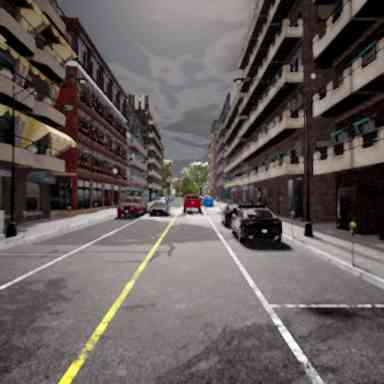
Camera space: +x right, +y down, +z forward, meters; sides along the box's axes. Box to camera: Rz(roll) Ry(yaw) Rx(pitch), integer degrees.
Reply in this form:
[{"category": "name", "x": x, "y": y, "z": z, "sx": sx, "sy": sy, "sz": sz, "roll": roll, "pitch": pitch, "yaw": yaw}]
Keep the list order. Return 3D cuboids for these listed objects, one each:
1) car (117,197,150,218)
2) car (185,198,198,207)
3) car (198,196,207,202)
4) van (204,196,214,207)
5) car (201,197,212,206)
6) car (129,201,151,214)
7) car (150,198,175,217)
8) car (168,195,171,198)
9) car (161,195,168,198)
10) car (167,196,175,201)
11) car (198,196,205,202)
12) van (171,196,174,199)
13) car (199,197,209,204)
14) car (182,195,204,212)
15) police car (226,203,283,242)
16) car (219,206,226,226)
[{"category": "car", "x": -5.722, "y": 1.399, "z": 31.728, "sx": 2.192, "sy": 1.841, "sz": 5.009, "roll": 1, "pitch": 0, "yaw": 0}, {"category": "car", "x": -0.063, "y": 1.699, "z": 57.030, "sx": 2.033, "sy": 1.411, "sz": 5.357, "roll": 0, "pitch": 0, "yaw": 0}, {"category": "car", "x": 2.550, "y": 1.785, "z": 81.840, "sx": 1.947, "sy": 1.339, "sz": 4.313, "roll": 1, "pitch": 0, "yaw": 0}, {"category": "van", "x": 2.629, "y": 1.485, "z": 53.985, "sx": 1.690, "sy": 1.788, "sz": 3.998, "roll": 1, "pitch": 0, "yaw": 0}, {"category": "car", "x": 2.622, "y": 1.685, "z": 59.726, "sx": 1.752, "sy": 1.417, "sz": 4.829, "roll": 1, "pitch": 0, "yaw": 0}, {"category": "car", "x": -5.734, "y": 1.681, "z": 37.299, "sx": 1.802, "sy": 1.307, "sz": 4.206, "roll": 1, "pitch": 0, "yaw": 0}, {"category": "car", "x": -3.149, "y": 1.635, "z": 33.305, "sx": 2.033, "sy": 1.411, "sz": 5.357, "roll": 0, "pitch": 0, "yaw": 0}, {"category": "car", "x": -5.774, "y": 1.739, "z": 65.154, "sx": 1.947, "sy": 1.339, "sz": 4.313, "roll": 1, "pitch": 0, "yaw": 0}, {"category": "car", "x": -5.765, "y": 1.683, "z": 59.413, "sx": 1.752, "sy": 1.417, "sz": 4.829, "roll": 1, "pitch": 0, "yaw": 0}, {"category": "car", "x": -5.813, "y": 1.799, "z": 93.010, "sx": 2.008, "sy": 1.369, "sz": 4.403, "roll": 1, "pitch": 0, "yaw": 0}, {"category": "car", "x": 2.542, "y": 1.816, "z": 87.411, "sx": 1.802, "sy": 1.307, "sz": 4.206, "roll": 1, "pitch": 0, "yaw": 0}, {"category": "van", "x": -5.787, "y": 1.544, "z": 76.297, "sx": 1.690, "sy": 1.788, "sz": 3.998, "roll": 1, "pitch": 0, "yaw": 0}, {"category": "car", "x": 2.578, "y": 1.734, "z": 70.698, "sx": 1.887, "sy": 1.381, "sz": 4.507, "roll": 1, "pitch": 0, "yaw": 0}, {"category": "car", "x": 0.020, "y": 1.332, "z": 41.147, "sx": 2.150, "sy": 2.045, "sz": 5.566, "roll": 0, "pitch": 0, "yaw": 0}, {"category": "police car", "x": 3.109, "y": 1.470, "z": 16.839, "sx": 1.930, "sy": 1.638, "sz": 5.238, "roll": 0, "pitch": 0, "yaw": 0}, {"category": "car", "x": 3.111, "y": 1.567, "z": 23.730, "sx": 1.837, "sy": 1.490, "sz": 4.892, "roll": 0, "pitch": 0, "yaw": 0}]
